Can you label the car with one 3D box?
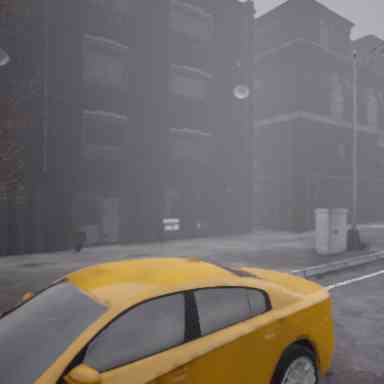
[{"bbox_3d":[-0.660,1.480,3.210,5.008,1.535,1.882,0,0,-36],"label":"car"}]
